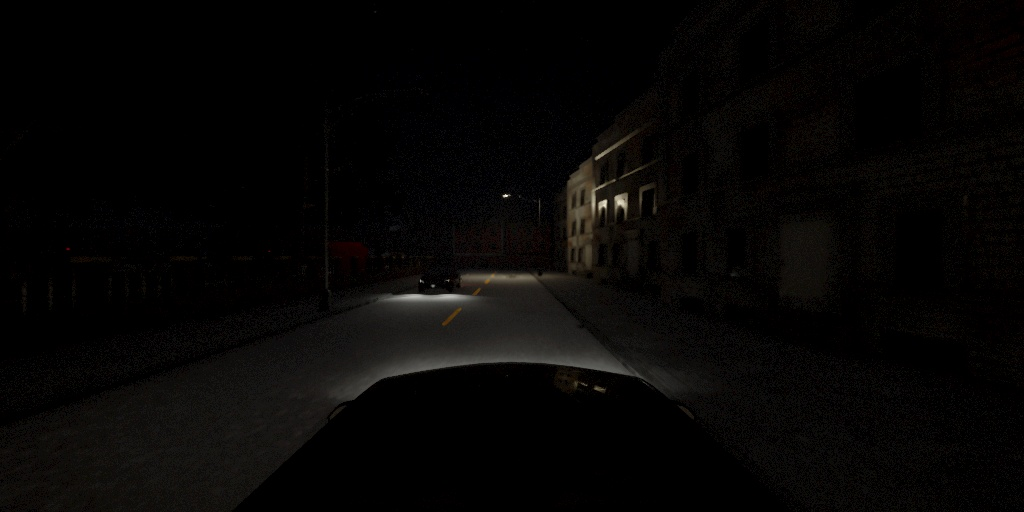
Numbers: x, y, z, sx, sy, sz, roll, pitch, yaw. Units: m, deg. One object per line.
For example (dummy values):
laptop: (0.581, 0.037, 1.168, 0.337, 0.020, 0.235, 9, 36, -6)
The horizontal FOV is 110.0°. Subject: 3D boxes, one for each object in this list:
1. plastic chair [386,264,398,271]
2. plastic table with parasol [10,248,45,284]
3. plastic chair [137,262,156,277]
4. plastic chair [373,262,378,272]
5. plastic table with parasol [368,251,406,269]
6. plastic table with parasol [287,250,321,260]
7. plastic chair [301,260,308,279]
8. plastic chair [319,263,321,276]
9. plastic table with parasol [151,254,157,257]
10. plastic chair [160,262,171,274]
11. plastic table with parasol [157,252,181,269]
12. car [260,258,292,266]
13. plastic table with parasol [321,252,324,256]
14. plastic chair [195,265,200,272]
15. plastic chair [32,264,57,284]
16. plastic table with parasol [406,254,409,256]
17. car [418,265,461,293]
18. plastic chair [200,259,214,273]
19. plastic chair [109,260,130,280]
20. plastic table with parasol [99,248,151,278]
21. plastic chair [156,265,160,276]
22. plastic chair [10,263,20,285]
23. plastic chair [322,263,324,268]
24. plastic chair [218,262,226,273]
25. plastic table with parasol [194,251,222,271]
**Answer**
plastic chair: (-12.311, 1.344, 36.400, 0.750, 1.272, 0.730, 0, 0, -40)
plastic table with parasol: (-33.957, 0.702, 24.540, 2.482, 2.480, 2.482, 0, 0, -40)
plastic chair: (-30.310, 1.227, 29.736, 0.730, 1.272, 0.750, 0, 0, -40)
plastic chair: (-14.018, 1.344, 36.500, 0.730, 1.272, 0.750, 0, 0, -35)
plastic table with parasol: (-13.042, 0.740, 37.400, 2.482, 2.480, 2.482, 0, 0, -40)
plastic table with parasol: (-20.506, 0.681, 35.038, 2.482, 2.480, 2.482, 0, 0, -38)
plastic chair: (-19.686, 1.273, 34.192, 0.750, 1.272, 0.730, 0, 0, -44)
plastic chair: (-19.479, 1.319, 35.575, 0.730, 1.272, 0.750, 0, 0, -38)
plastic table with parasol: (-34.564, 0.681, 32.755, 2.482, 2.480, 2.482, 0, 0, -41)
plastic chair: (-38.805, 1.348, 39.961, 0.750, 1.272, 0.730, 0, 0, -40)
plastic table with parasol: (-39.536, 0.745, 40.961, 2.482, 2.480, 2.482, 0, 0, -40)
car: (-33.123, 1.050, 51.033, 4.553, 1.767, 2.097, 0, 0, 0)
plastic table with parasol: (-20.956, 0.638, 40.970, 2.482, 2.480, 2.482, 0, 0, -38)
plastic chair: (-36.020, 1.321, 40.492, 0.730, 1.272, 0.750, 0, 0, -35)
plastic chair: (-32.935, 1.300, 25.275, 0.730, 1.272, 0.750, 0, 0, -40)
plastic table with parasol: (-13.259, 0.741, 41.750, 2.482, 2.480, 2.482, 0, 0, 0)
car: (-4.085, 1.278, 20.855, 1.812, 1.442, 4.674, 0, 0, 0)
plastic chair: (-34.313, 1.284, 40.395, 0.750, 1.272, 0.730, 0, 0, -40)
plastic chair: (-30.597, 1.168, 27.983, 0.750, 1.272, 0.730, 0, 0, -39)
plastic table with parasol: (-31.303, 0.628, 28.955, 2.482, 2.480, 2.482, 0, 0, -39)
plastic chair: (-33.682, 1.224, 33.468, 0.730, 1.272, 0.750, 0, 0, -42)
plastic chair: (-33.226, 1.304, 23.540, 0.750, 1.272, 0.730, 0, 0, -40)
plastic chair: (-16.665, 1.345, 32.675, 0.730, 1.272, 0.750, 0, 0, -35)
plastic chair: (-34.037, 1.295, 42.127, 0.730, 1.272, 0.750, 0, 0, -40)
plastic table with parasol: (-35.045, 0.709, 41.392, 2.482, 2.480, 2.482, 0, 0, -40)
